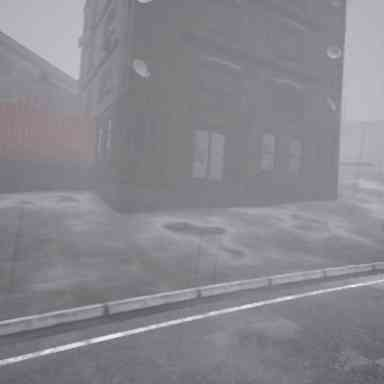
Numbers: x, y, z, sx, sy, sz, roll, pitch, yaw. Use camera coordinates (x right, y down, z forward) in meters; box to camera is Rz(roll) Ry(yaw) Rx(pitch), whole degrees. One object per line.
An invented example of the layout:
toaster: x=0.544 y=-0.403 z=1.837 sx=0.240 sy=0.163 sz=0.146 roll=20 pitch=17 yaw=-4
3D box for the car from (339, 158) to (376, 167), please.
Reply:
car: x=20.634 y=-3.446 z=41.866 sx=4.553 sy=1.767 sz=2.185 roll=3 pitch=-2 yaw=14
